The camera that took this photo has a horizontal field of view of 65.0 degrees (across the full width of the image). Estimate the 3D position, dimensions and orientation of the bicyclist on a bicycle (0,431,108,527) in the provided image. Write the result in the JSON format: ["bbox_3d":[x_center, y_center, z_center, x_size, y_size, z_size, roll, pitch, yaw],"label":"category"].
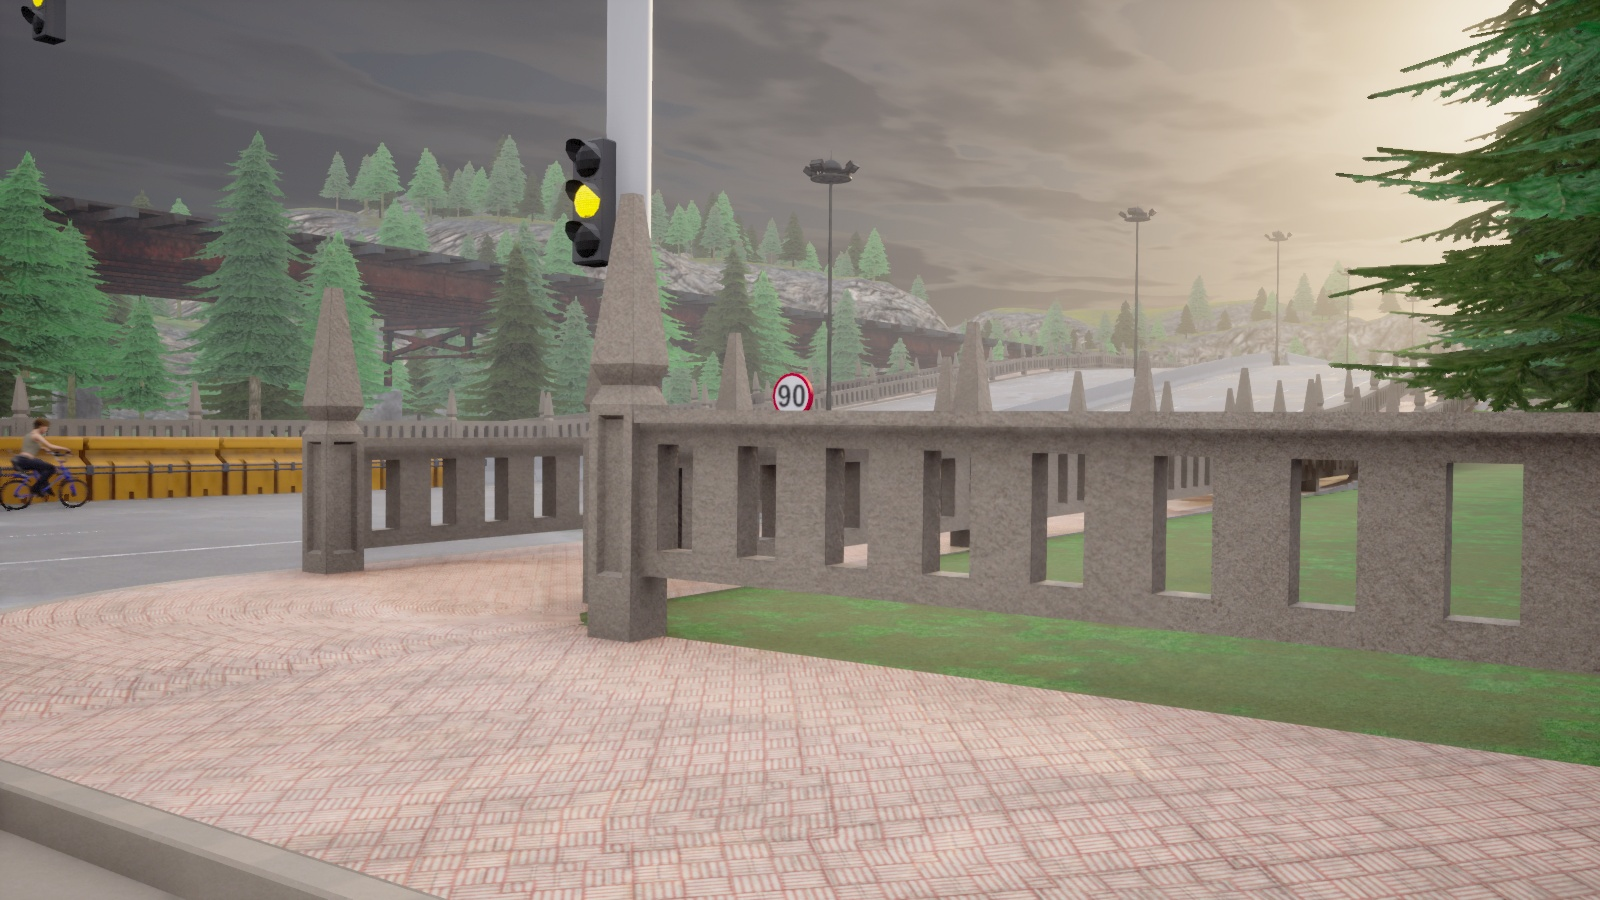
[{"bbox_3d":[-13.193,0.485,22.124,0.866,1.612,1.509,0,1,34],"label":"bicyclist on a bicycle"}]
